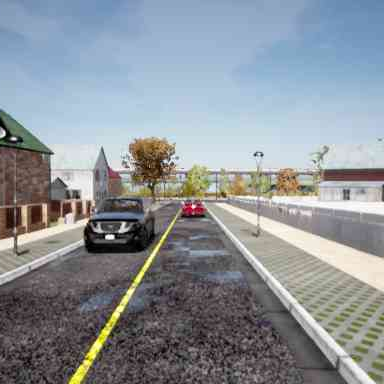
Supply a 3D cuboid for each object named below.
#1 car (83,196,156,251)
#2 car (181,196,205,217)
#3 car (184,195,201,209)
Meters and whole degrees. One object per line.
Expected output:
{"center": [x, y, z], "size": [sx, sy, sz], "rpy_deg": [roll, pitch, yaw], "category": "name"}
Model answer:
{"center": [-2.859, 1.213, 14.346], "size": [2.150, 2.045, 5.566], "rpy_deg": [0, 0, 0], "category": "car"}
{"center": [0.084, 1.342, 31.513], "size": [2.097, 1.767, 4.553], "rpy_deg": [0, 0, -1], "category": "car"}
{"center": [0.069, 1.346, 45.120], "size": [2.097, 1.767, 4.553], "rpy_deg": [0, 0, 0], "category": "car"}
